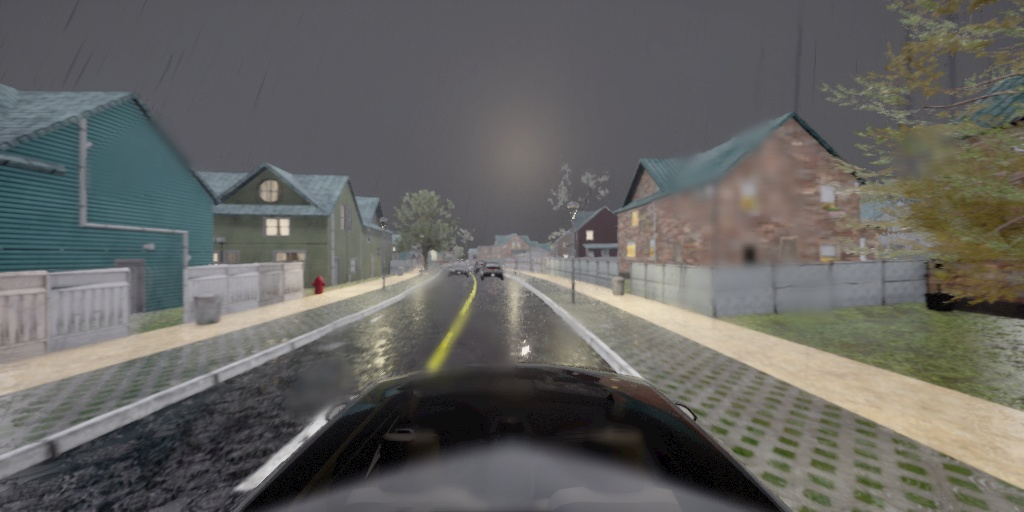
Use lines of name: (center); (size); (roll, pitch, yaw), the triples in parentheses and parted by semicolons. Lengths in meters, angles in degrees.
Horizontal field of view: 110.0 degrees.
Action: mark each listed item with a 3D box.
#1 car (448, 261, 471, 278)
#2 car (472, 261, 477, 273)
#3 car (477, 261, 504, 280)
car: (-5.025, 1.267, 34.460); (1.837, 1.490, 4.892); (0, 0, -7)
car: (-3.768, 1.325, 44.246); (1.837, 1.490, 4.892); (0, 0, -10)
car: (-1.773, 1.246, 30.676); (1.837, 1.490, 4.892); (0, 0, -7)
